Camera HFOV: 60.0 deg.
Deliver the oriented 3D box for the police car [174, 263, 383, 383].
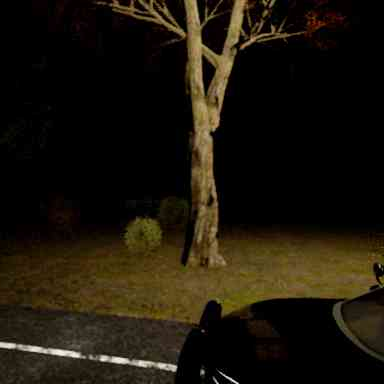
[{"bbox_3d":[2.475,1.438,2.883,5.238,1.638,1.930,0,0,14],"label":"police car"}]
